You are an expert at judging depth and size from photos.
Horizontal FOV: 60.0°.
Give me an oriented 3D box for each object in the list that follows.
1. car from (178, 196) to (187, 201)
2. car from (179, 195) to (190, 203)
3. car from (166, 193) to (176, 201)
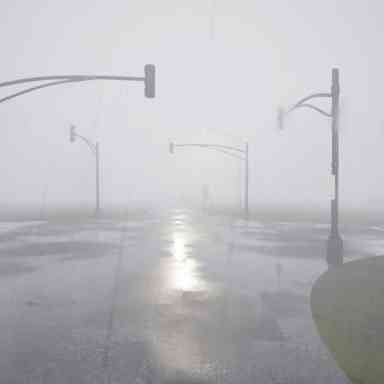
[{"bbox_3d":[-2.251,1.559,79.939,1.895,1.301,4.718,0,0,-4],"label":"car"},{"bbox_3d":[-1.645,1.384,69.865,2.097,1.767,4.553,0,0,-3],"label":"car"},{"bbox_3d":[-4.633,1.013,73.958,2.097,1.767,4.553,0,0,-3],"label":"car"}]
